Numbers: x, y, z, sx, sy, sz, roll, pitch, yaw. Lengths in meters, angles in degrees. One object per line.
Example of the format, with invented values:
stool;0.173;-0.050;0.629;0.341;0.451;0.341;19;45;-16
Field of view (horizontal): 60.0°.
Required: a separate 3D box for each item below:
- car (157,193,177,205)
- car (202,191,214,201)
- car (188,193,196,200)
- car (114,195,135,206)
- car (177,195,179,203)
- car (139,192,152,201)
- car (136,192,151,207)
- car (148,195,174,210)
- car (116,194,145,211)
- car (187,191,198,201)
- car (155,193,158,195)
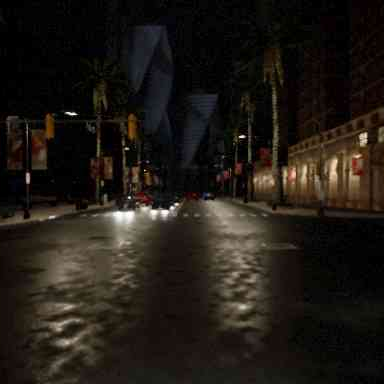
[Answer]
car;-3.511;1.241;47.864;1.837;1.490;4.892;0;0;0
car;3.614;1.140;69.396;2.128;1.511;4.902;0;0;-1
car;0.021;1.054;79.413;1.837;1.490;4.892;0;0;-1
car;-10.115;1.234;50.113;2.161;1.482;4.786;0;0;-1
car;-3.419;1.025;58.975;2.097;1.767;4.553;0;0;1
car;-10.009;0.954;72.043;2.185;1.767;4.553;0;0;-1
car;-7.014;0.959;47.241;2.150;2.045;5.566;0;0;0
car;-3.539;1.348;38.920;1.994;1.385;4.181;0;0;0
car;-7.041;1.281;37.782;2.128;1.511;4.902;0;0;0
car;0.117;0.843;69.032;2.150;2.045;5.566;0;0;-1
car;-6.917;1.220;59.078;2.033;1.411;5.357;0;0;1
